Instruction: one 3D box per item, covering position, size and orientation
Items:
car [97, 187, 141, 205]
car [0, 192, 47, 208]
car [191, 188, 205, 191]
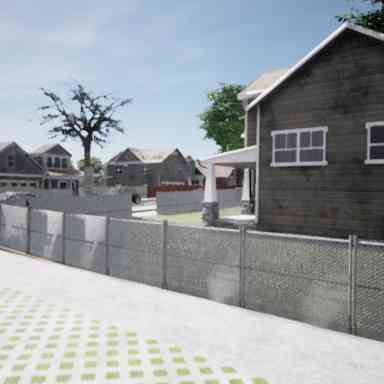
[{"bbox_3d":[-6.957,0.328,31.209,2.097,1.767,4.553,1,2,35],"label":"car"},{"bbox_3d":[-12.542,0.735,23.295,2.128,1.511,4.902,1,2,35],"label":"car"},{"bbox_3d":[0.688,0.214,42.044,1.895,1.301,4.718,1,2,35],"label":"car"}]
